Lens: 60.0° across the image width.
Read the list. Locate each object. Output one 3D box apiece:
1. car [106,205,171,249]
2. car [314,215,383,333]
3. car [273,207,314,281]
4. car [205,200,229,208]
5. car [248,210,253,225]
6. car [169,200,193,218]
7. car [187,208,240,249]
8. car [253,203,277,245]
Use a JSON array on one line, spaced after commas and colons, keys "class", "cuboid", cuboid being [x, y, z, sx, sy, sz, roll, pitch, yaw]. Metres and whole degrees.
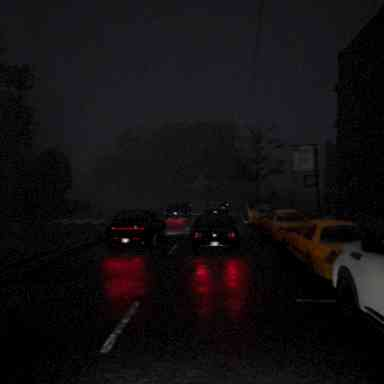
[{"class": "car", "cuboid": [-2.280, 1.507, 14.515, 1.837, 1.490, 4.892, 0, 0, 3]}, {"class": "car", "cuboid": [3.564, 1.204, 3.871, 2.435, 2.045, 5.566, 0, 0, 3]}, {"class": "car", "cuboid": [3.916, 1.445, 9.669, 1.946, 1.575, 5.366, 0, 0, 3]}, {"class": "car", "cuboid": [2.158, 1.446, 29.197, 1.882, 1.535, 5.008, 0, 0, 7]}, {"class": "car", "cuboid": [4.588, 1.433, 20.697, 1.946, 1.575, 5.366, 0, 0, 4]}, {"class": "car", "cuboid": [-1.068, 1.480, 29.591, 1.837, 1.490, 4.892, 0, 0, 7]}, {"class": "car", "cuboid": [0.967, 1.593, 14.351, 1.895, 1.301, 4.718, 0, 0, 3]}, {"class": "car", "cuboid": [4.247, 1.438, 15.184, 1.946, 1.575, 5.366, 0, 0, 3]}]
